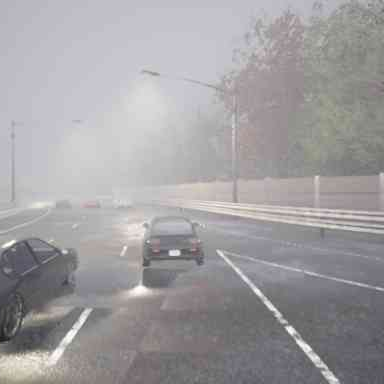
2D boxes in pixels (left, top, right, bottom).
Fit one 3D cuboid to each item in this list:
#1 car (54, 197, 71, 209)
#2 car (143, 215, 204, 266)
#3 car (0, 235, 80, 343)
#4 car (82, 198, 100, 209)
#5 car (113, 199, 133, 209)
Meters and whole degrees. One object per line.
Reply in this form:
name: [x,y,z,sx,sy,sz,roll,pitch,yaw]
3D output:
car: [-17.345,1.457,44.649,2.128,1.511,4.902,0,0,-25]
car: [-0.705,1.503,11.419,1.812,1.442,4.674,0,0,-6]
car: [-3.688,1.547,6.307,2.033,1.411,5.357,0,0,-4]
car: [-13.677,1.515,45.024,1.994,1.385,4.181,0,0,-24]
car: [-9.127,1.539,43.475,1.895,1.301,4.718,0,0,-23]
